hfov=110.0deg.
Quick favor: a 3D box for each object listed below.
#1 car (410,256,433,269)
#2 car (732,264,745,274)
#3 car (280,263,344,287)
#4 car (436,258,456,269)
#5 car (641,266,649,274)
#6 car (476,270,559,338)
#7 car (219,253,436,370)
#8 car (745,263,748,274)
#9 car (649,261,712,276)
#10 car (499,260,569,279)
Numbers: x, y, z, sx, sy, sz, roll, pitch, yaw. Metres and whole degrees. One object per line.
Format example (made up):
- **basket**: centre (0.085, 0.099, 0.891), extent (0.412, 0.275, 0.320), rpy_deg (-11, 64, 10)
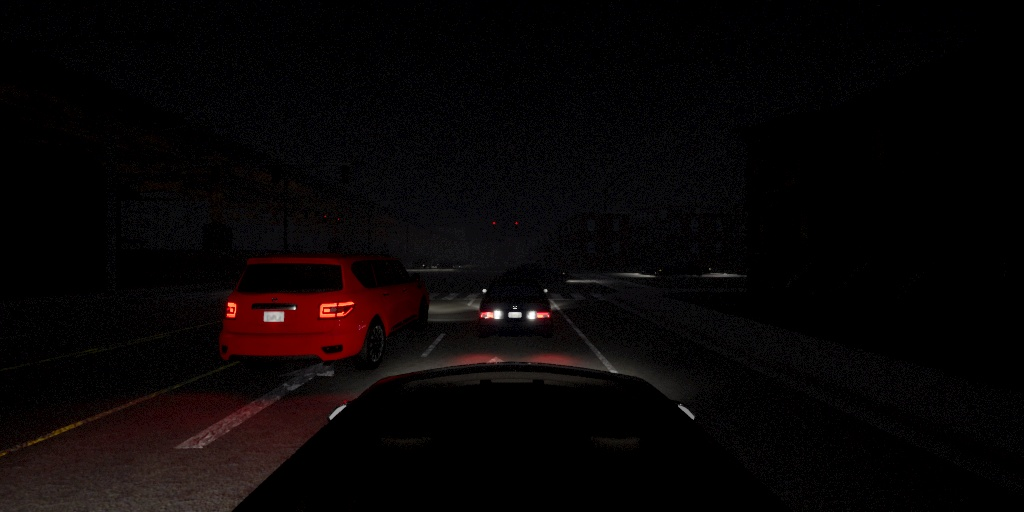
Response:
- **car**: centre (-14.083, 0.972, 56.007), extent (2.150, 2.045, 5.566), rpy_deg (0, 0, 0)
- **car**: centre (26.835, 1.255, 39.374), extent (4.892, 1.490, 1.837), rpy_deg (0, 0, 0)
- **car**: centre (-14.098, 1.255, 25.610), extent (1.837, 1.490, 4.892), rpy_deg (0, 0, 0)
- **car**: centre (-10.584, 1.228, 56.713), extent (1.882, 1.535, 5.008), rpy_deg (0, 0, 0)
- **car**: centre (17.107, 1.297, 39.369), extent (5.357, 1.411, 2.033), rpy_deg (0, 0, 2)
- **car**: centre (0.084, 1.297, 10.125), extent (2.033, 1.411, 5.357), rpy_deg (0, 0, 0)
- **car**: centre (-3.425, 0.971, 7.872), extent (2.150, 2.045, 5.566), rpy_deg (0, 0, 0)
- **car**: centre (26.557, 1.351, 35.876), extent (4.718, 1.301, 1.895), rpy_deg (0, 0, 0)
- **car**: centre (17.001, 1.297, 35.885), extent (5.357, 1.411, 2.033), rpy_deg (0, 0, 0)
- **car**: centre (1.960, 1.297, 29.839), extent (5.357, 1.411, 2.033), rpy_deg (0, 0, 20)
